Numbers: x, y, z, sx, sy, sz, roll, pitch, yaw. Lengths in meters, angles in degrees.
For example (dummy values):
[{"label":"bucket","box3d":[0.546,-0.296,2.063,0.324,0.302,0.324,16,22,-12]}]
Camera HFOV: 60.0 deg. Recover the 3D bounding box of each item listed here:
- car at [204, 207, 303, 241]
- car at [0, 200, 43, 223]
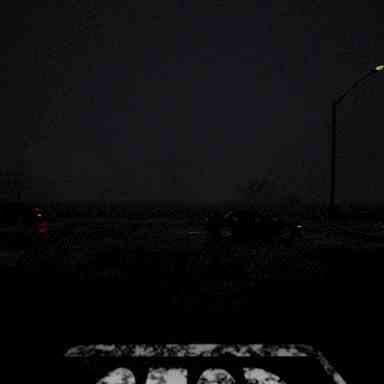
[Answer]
[{"label":"car","box3d":[3.032,1.553,16.686,4.892,1.490,1.837,1,0,0]},{"label":"car","box3d":[-13.283,1.380,23.790,4.892,1.490,1.837,1,1,0]}]
